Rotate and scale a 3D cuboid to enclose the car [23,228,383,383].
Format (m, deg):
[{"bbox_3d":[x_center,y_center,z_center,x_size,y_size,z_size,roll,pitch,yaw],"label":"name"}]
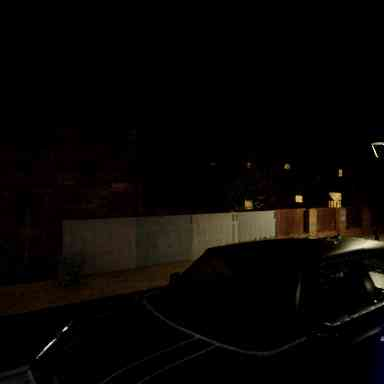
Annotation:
[{"bbox_3d":[0.738,1.354,3.477,4.553,1.767,2.097,0,0,-36],"label":"car"}]
